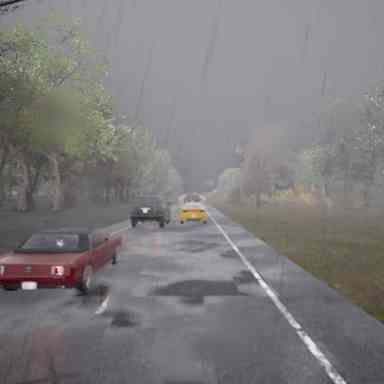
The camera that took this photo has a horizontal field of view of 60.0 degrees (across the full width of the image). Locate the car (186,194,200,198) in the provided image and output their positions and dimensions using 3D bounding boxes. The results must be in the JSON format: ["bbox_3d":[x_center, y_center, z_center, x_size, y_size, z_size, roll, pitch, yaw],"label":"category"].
[{"bbox_3d":[0.098,1.300,43.164,2.150,2.045,5.566,0,0,0],"label":"car"}]

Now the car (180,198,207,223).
[{"bbox_3d":[0.110,1.524,25.732,1.882,1.535,5.008,0,0,0],"label":"car"}]

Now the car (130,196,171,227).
[{"bbox_3d":[-2.754,1.263,23.018,2.150,2.045,5.566,0,0,2],"label":"car"}]

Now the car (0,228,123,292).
[{"bbox_3d":[-3.229,1.616,8.936,1.895,1.301,4.718,0,0,1],"label":"car"}]
